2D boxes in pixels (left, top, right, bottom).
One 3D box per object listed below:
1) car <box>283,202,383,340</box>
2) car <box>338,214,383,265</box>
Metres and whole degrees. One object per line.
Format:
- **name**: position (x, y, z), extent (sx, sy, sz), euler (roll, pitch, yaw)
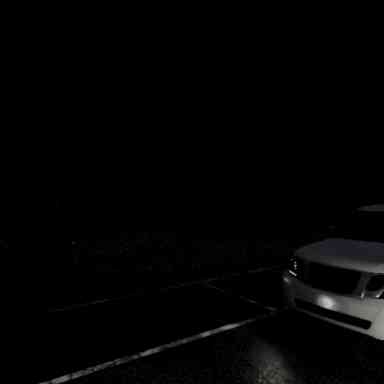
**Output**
- **car**: position (4.159, 1.226, 6.346), extent (5.566, 2.045, 2.150), euler (0, 0, -36)
- **car**: position (7.404, 1.559, 11.936), extent (4.403, 1.369, 2.008), euler (0, 0, -36)
